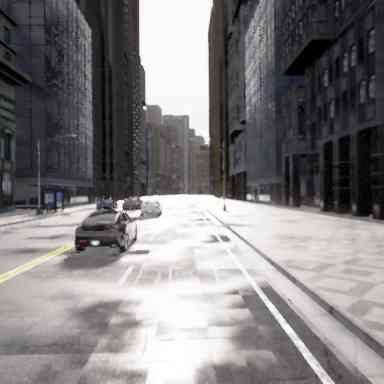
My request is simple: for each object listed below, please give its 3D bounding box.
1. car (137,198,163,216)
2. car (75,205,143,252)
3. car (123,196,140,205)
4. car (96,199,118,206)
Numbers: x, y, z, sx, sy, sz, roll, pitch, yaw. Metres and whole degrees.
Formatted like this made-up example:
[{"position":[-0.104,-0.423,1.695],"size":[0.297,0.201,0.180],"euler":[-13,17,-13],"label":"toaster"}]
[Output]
[{"position":[-3.910,1.527,32.515],"size":[1.812,1.442,4.674],"euler":[-1,0,-1],"label":"car"},{"position":[-3.445,1.525,14.035],"size":[1.837,1.490,4.892],"euler":[-1,0,-1],"label":"car"},{"position":[-7.511,1.376,42.464],"size":[2.097,1.767,4.553],"euler":[-1,0,-1],"label":"car"},{"position":[-10.759,1.608,42.406],"size":[2.033,1.411,5.357],"euler":[-1,0,-1],"label":"car"}]
